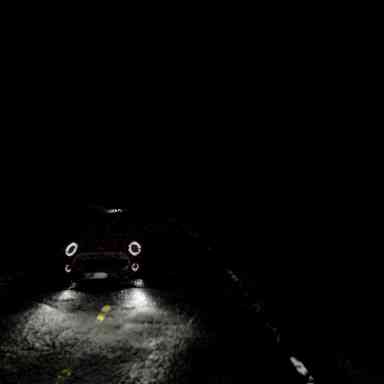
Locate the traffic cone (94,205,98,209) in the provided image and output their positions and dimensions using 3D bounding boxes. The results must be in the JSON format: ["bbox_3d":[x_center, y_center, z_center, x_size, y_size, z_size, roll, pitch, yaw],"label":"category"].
[{"bbox_3d":[-15.834,2.481,55.790,0.340,0.580,0.340,0,-1,-23],"label":"traffic cone"}]

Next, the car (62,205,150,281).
[{"bbox_3d":[-2.412,1.448,10.283,2.097,1.767,4.553,0,0,-5],"label":"car"}]

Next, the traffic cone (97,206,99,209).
[{"bbox_3d":[-13.990,2.437,51.241,0.340,0.580,0.340,0,-1,-21],"label":"traffic cone"}]

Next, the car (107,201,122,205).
[{"bbox_3d":[-12.405,2.063,53.296,1.994,1.385,4.181,0,-1,-22],"label":"car"}]

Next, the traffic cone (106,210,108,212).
[{"bbox_3d":[-8.169,2.259,32.502,0.340,0.580,0.340,0,-1,-13],"label":"traffic cone"}]
